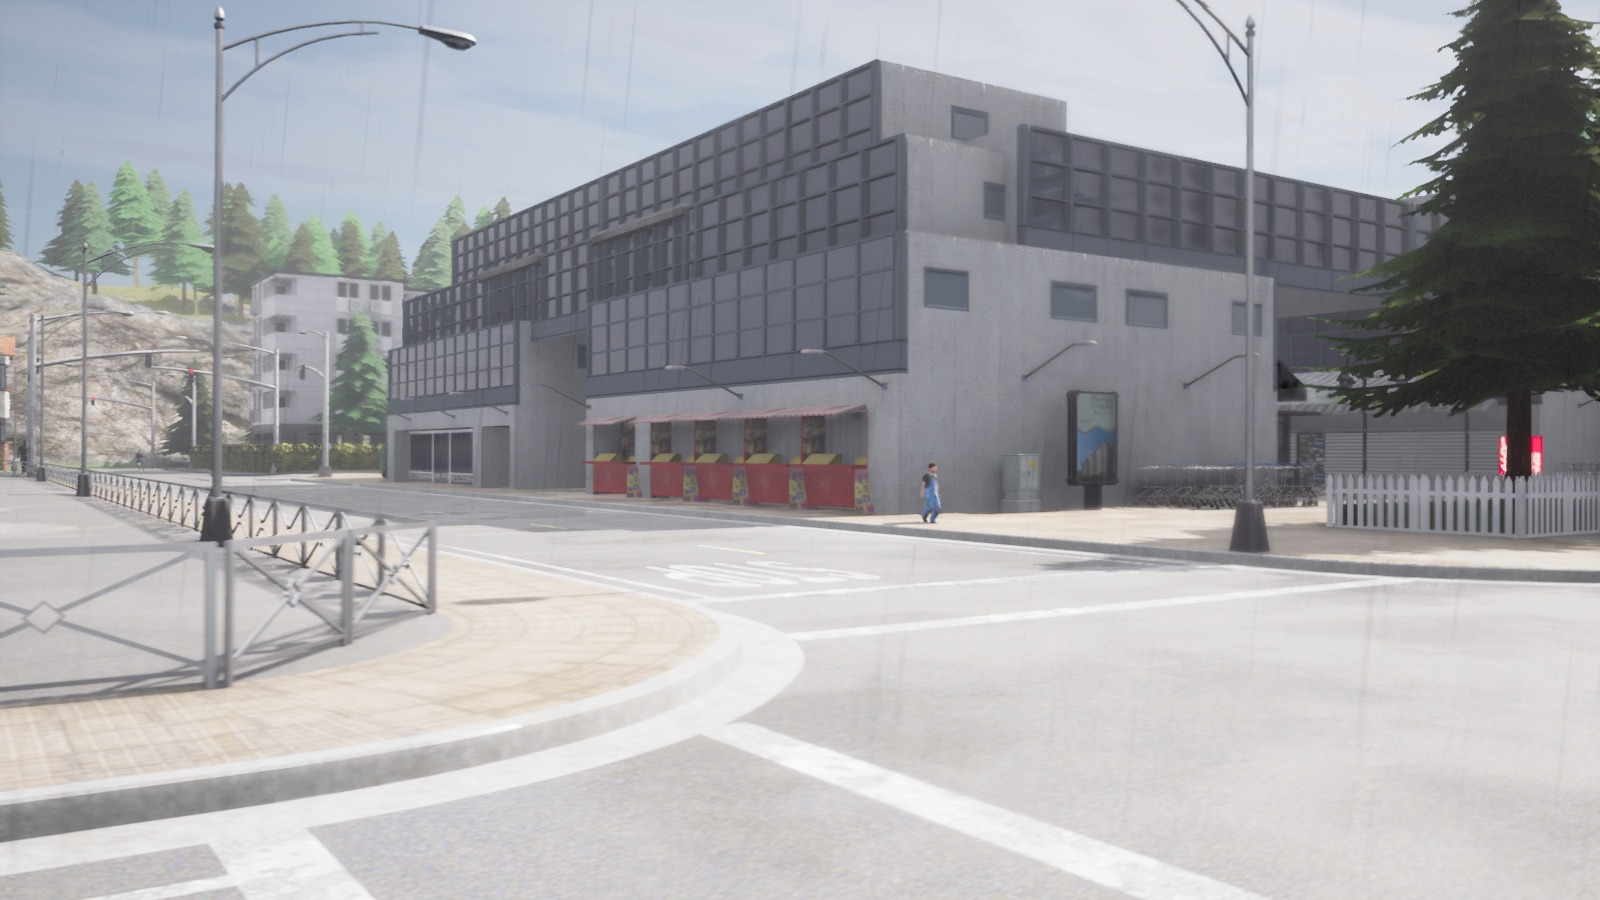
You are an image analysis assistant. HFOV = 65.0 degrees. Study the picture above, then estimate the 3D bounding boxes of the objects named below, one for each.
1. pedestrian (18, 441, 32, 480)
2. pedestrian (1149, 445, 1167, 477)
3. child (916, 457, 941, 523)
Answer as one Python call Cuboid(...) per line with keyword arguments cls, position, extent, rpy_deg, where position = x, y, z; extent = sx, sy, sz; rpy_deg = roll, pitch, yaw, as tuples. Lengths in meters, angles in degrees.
Cuboid(cls="pedestrian", position=(-38.631, 0.511, 62.587), extent=(0.788, 1.949, 0.423), rpy_deg=(0, 0, 44))
Cuboid(cls="pedestrian", position=(21.618, 0.659, 75.795), extent=(0.563, 1.883, 0.849), rpy_deg=(0, 0, -35))
Cuboid(cls="child", position=(2.475, 0.761, 24.192), extent=(0.270, 1.263, 0.437), rpy_deg=(0, 0, -37))
